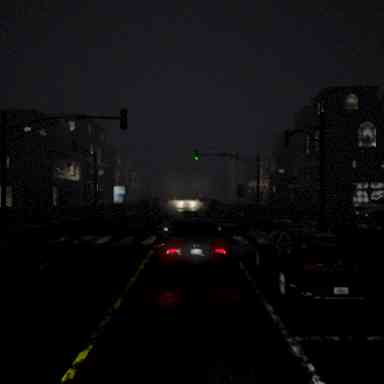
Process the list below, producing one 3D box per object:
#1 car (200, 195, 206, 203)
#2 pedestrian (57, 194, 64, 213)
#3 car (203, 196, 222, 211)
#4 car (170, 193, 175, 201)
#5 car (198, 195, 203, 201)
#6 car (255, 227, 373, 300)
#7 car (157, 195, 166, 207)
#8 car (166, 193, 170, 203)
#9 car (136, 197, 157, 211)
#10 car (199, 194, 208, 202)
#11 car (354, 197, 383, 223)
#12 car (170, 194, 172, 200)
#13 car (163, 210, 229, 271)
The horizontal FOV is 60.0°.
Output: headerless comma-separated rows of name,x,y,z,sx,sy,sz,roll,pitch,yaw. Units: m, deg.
car,2.680,1.556,51.618,1.802,1.307,4.206,0,0,0
pedestrian,-12.560,1.114,31.718,0.375,1.860,0.375,0,-1,1
car,2.683,1.545,40.576,1.947,1.339,4.313,0,0,0
car,-5.708,1.280,84.763,2.192,1.841,5.009,0,0,0
car,2.676,1.519,68.185,2.008,1.369,4.403,0,0,0
car,2.692,1.546,8.185,2.008,1.369,4.403,0,0,0
car,-5.700,1.525,51.630,2.008,1.369,4.403,0,0,0
car,-5.702,1.411,62.674,1.967,1.590,4.097,0,0,0
car,-5.697,1.561,40.587,1.802,1.307,4.206,0,0,0
car,2.674,1.406,79.228,1.967,1.590,4.097,0,0,0
car,15.604,1.297,25.758,5.566,2.045,2.150,0,0,1
car,-5.704,1.494,68.026,1.752,1.417,4.829,0,0,0
car,0.038,1.542,10.851,2.033,1.411,5.357,0,0,-2
